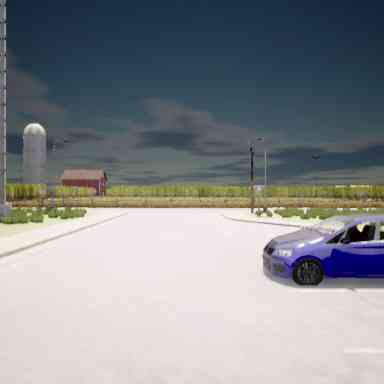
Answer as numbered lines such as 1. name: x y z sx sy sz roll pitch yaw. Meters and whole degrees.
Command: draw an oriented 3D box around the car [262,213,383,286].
1. car: 4.216 1.426 8.756 4.611 1.667 2.242 0 0 1
